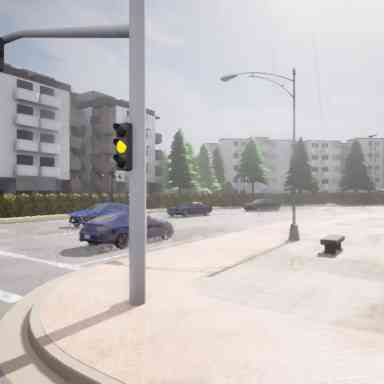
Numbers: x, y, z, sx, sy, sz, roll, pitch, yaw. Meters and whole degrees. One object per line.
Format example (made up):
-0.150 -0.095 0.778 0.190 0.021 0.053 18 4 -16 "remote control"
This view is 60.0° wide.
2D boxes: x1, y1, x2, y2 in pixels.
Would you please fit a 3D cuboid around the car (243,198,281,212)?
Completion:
8.122 1.478 38.389 5.008 1.535 1.882 0 0 -35 "car"

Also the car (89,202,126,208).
-5.950 1.478 22.606 1.882 1.535 5.008 0 0 34 "car"

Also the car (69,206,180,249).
-2.719 1.526 14.532 1.812 1.442 4.674 0 0 33 "car"

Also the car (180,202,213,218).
-0.190 1.601 30.599 1.895 1.301 4.718 0 0 39 "car"
